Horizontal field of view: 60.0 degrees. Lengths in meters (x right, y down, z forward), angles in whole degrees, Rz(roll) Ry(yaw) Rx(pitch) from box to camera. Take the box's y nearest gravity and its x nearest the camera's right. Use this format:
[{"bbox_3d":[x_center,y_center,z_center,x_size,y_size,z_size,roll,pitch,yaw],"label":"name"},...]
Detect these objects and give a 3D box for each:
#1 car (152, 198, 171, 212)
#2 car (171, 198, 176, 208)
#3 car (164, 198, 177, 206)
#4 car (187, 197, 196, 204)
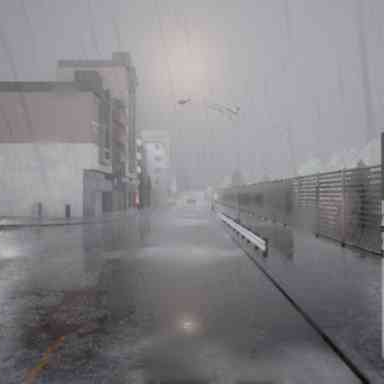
[{"bbox_3d":[-4.151,1.777,43.967,1.837,1.490,4.892,0,0,0],"label":"car"},{"bbox_3d":[-4.156,1.813,54.200,1.882,1.535,5.008,0,0,0],"label":"car"},{"bbox_3d":[-4.128,1.890,64.448,2.128,1.511,4.902,0,0,0],"label":"car"},{"bbox_3d":[-0.098,1.826,76.240,2.097,1.767,4.553,0,0,0],"label":"car"}]
